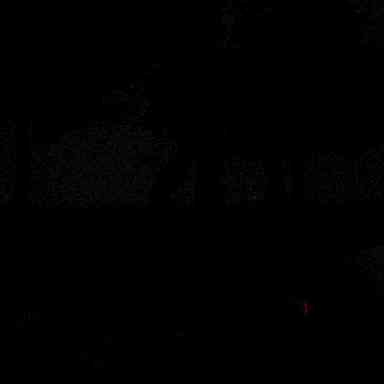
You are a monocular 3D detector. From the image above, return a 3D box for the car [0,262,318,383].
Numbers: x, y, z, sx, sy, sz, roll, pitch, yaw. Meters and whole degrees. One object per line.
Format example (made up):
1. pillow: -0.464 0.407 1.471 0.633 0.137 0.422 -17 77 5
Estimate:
1. car: -0.508 1.565 3.676 4.181 1.385 1.994 0 0 -36
